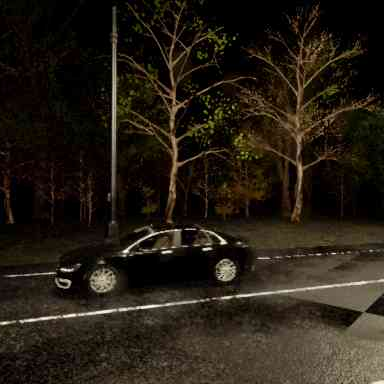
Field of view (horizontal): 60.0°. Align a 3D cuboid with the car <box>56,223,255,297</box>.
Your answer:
[{"bbox_3d":[-0.793,1.577,8.399,4.892,1.490,1.837,0,0,-19],"label":"car"}]
